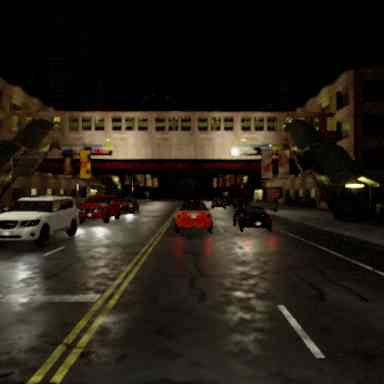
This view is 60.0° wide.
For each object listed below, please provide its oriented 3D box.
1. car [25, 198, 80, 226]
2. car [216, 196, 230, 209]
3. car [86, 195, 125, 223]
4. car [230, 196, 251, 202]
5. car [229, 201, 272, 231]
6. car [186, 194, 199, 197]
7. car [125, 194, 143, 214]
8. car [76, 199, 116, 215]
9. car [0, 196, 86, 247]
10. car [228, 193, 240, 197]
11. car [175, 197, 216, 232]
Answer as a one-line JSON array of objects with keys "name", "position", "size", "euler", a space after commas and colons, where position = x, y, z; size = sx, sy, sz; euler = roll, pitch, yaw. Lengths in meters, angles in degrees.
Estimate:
[{"name": "car", "position": [-10.039, 1.367, 24.372], "size": [2.185, 1.767, 4.553], "euler": [0, 0, 0]}, {"name": "car", "position": [3.574, 1.573, 44.786], "size": [2.033, 1.411, 5.357], "euler": [0, 0, 1]}, {"name": "car", "position": [-7.036, 1.235, 25.758], "size": [2.150, 2.045, 5.566], "euler": [0, 0, 1]}, {"name": "car", "position": [6.727, 1.621, 46.376], "size": [1.895, 1.301, 4.718], "euler": [0, 0, 0]}, {"name": "car", "position": [3.601, 1.537, 20.350], "size": [1.812, 1.442, 4.674], "euler": [0, 0, 0]}, {"name": "car", "position": [0.076, 1.250, 44.896], "size": [2.150, 2.045, 5.566], "euler": [0, 0, 1]}, {"name": "car", "position": [-7.026, 1.371, 35.890], "size": [2.097, 1.767, 4.553], "euler": [0, 0, 1]}, {"name": "car", "position": [-10.004, 1.500, 35.147], "size": [2.231, 1.521, 4.892], "euler": [0, 0, 10]}, {"name": "car", "position": [-7.055, 1.230, 15.460], "size": [2.150, 2.045, 5.566], "euler": [0, 0, 1]}, {"name": "car", "position": [6.682, 1.259, 53.772], "size": [2.435, 2.045, 5.566], "euler": [0, 0, 0]}, {"name": "car", "position": [0.101, 1.363, 20.309], "size": [2.097, 1.767, 4.553], "euler": [0, 0, 0]}]
